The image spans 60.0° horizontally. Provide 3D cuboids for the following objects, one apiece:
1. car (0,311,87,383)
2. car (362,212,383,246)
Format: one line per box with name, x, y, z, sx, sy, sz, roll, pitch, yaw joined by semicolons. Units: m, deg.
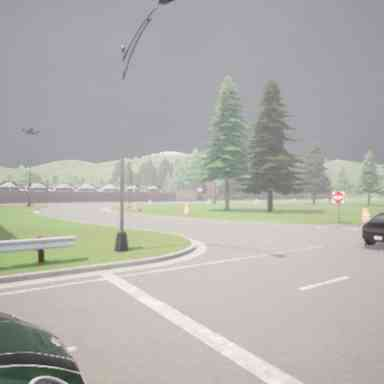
car;-2.847;1.342;1.714;4.553;1.767;2.097;1;0;-35
car;9.458;1.621;14.788;4.892;1.490;1.837;1;0;-35
